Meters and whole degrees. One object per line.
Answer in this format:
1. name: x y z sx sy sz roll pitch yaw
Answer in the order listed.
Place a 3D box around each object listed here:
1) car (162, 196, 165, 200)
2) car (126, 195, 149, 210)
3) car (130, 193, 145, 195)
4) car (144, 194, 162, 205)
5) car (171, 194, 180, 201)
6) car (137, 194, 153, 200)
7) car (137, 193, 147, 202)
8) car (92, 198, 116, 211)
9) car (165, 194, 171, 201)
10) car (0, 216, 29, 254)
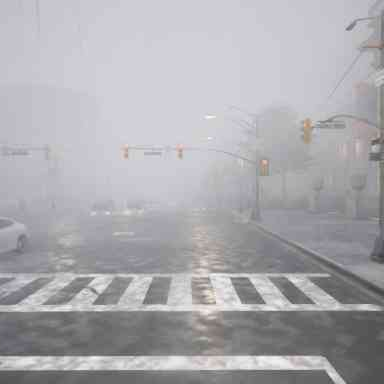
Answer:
1. car: -7.757 1.478 74.680 1.882 1.535 5.008 0 0 -11
2. car: -7.170 1.477 42.916 1.882 1.535 5.008 0 0 0
3. car: -10.706 1.220 62.292 2.150 2.045 5.566 0 0 0
4. car: -7.207 1.478 61.015 1.882 1.535 5.008 0 0 0
5. car: -5.062 1.355 88.302 2.097 1.767 4.553 0 0 -29
6. car: -13.276 1.427 94.429 1.882 1.535 5.008 0 0 -43
7. car: -11.258 1.225 74.361 2.150 2.045 5.566 0 0 -11
8. car: -10.666 1.477 40.449 1.882 1.535 5.008 0 0 0
9. car: -7.713 1.595 85.813 1.895 1.301 4.718 0 0 -25
10. car: -7.108 1.526 10.897 1.812 1.442 4.674 0 0 0
